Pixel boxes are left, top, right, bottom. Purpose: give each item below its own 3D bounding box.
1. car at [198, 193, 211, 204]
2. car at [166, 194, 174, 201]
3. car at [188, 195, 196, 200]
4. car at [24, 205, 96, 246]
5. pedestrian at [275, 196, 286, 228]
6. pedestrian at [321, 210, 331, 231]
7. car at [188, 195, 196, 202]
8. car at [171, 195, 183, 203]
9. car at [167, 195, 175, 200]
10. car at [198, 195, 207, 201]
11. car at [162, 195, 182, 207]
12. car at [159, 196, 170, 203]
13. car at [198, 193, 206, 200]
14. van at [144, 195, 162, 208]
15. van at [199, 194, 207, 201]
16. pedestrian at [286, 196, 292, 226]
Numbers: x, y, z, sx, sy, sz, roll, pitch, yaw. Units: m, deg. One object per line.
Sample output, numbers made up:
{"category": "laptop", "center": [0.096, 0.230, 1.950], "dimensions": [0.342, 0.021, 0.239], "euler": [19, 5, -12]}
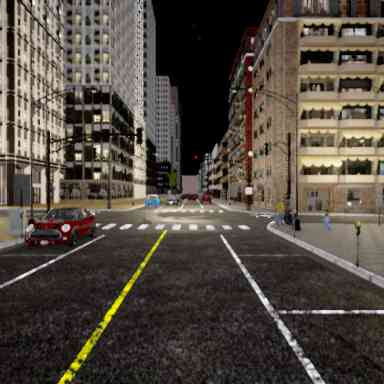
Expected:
{"category": "car", "center": [2.676, 1.268, 63.937], "dimensions": [2.192, 1.841, 5.009], "euler": [0, 0, 0]}
{"category": "car", "center": [-5.709, 1.387, 86.137], "dimensions": [1.967, 1.590, 4.097], "euler": [0, 0, 0]}
{"category": "car", "center": [-0.016, 1.392, 86.813], "dimensions": [1.895, 1.301, 4.718], "euler": [0, 0, 0]}
{"category": "car", "center": [-5.694, 1.425, 14.807], "dimensions": [1.967, 1.590, 4.097], "euler": [0, 0, 0]}
{"category": "pedestrian", "center": [4.987, 1.123, 18.943], "dimensions": [0.375, 1.860, 0.375], "euler": [0, 0, 0]}
{"category": "pedestrian", "center": [7.930, 1.589, 19.544], "dimensions": [0.375, 1.300, 0.375], "euler": [0, 0, 0]}
{"category": "car", "center": [-0.012, 1.419, 76.361], "dimensions": [1.882, 1.535, 5.008], "euler": [0, 0, 0]}
{"category": "car", "center": [-3.022, 1.450, 67.755], "dimensions": [2.128, 1.511, 4.902], "euler": [0, 0, 0]}
{"category": "car", "center": [-5.710, 1.472, 91.518], "dimensions": [1.752, 1.417, 4.829], "euler": [0, 0, 0]}
{"category": "car", "center": [2.672, 1.498, 86.140], "dimensions": [2.008, 1.369, 4.403], "euler": [0, 0, 0]}
{"category": "car", "center": [-3.091, 1.449, 51.837], "dimensions": [2.128, 1.511, 4.902], "euler": [0, 0, 0]}
{"category": "car", "center": [-5.705, 1.476, 69.315], "dimensions": [1.752, 1.417, 4.829], "euler": [0, 0, 0]}
{"category": "car", "center": [2.670, 1.261, 91.691], "dimensions": [2.192, 1.841, 5.009], "euler": [0, 0, 0]}
{"category": "van", "center": [-5.701, 1.301, 47.281], "dimensions": [1.690, 1.788, 3.998], "euler": [0, 0, 0]}
{"category": "van", "center": [2.672, 1.289, 80.589], "dimensions": [1.690, 1.788, 3.998], "euler": [0, 0, 0]}
{"category": "pedestrian", "center": [5.791, 1.122, 20.143], "dimensions": [0.375, 1.860, 0.375], "euler": [0, 0, 0]}
